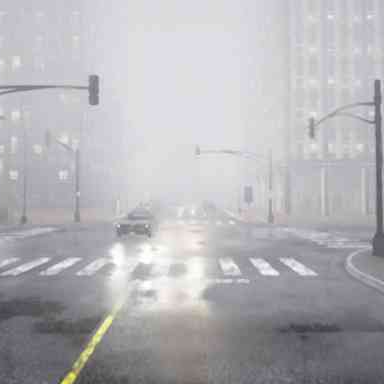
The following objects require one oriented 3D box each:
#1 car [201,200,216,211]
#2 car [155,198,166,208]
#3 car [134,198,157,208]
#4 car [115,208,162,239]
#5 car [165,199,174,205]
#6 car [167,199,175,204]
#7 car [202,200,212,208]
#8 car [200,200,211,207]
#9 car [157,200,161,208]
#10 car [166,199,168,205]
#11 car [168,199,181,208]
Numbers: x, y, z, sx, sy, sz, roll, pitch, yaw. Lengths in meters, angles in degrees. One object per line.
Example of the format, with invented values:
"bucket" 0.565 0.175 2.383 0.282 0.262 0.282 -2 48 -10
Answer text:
"car" 2.727 2.126 50.133 1.802 1.307 4.206 1 -1 0
"car" -5.648 1.858 50.078 2.192 1.841 5.009 1 -1 0
"car" -5.655 1.862 38.927 1.967 1.590 4.097 1 -1 0
"car" -2.992 1.809 18.964 1.895 1.301 4.718 0 -1 0
"car" -5.636 2.456 83.524 2.008 1.369 4.403 1 -1 0
"car" -5.634 2.511 89.099 1.887 1.381 4.507 1 -1 0
"car" 2.734 2.192 61.459 1.752 1.417 4.829 1 -1 0
"car" 2.736 2.291 66.865 1.947 1.339 4.313 1 -1 0
"car" -5.656 2.064 44.500 1.802 1.307 4.206 1 -1 0
"car" -5.639 2.390 77.950 1.887 1.381 4.507 1 -1 0
"car" -2.970 2.096 62.999 2.033 1.411 5.357 0 -1 0
